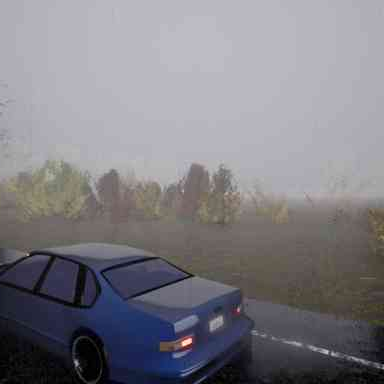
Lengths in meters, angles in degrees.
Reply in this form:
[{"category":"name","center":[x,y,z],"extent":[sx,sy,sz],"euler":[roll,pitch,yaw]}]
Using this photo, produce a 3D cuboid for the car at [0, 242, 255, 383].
[{"category":"car","center":[-1.753,1.548,5.273],"extent":[5.357,1.411,2.033],"euler":[0,0,36]}]
